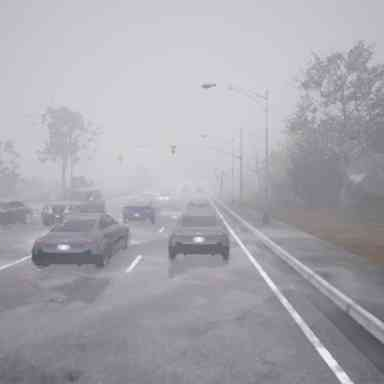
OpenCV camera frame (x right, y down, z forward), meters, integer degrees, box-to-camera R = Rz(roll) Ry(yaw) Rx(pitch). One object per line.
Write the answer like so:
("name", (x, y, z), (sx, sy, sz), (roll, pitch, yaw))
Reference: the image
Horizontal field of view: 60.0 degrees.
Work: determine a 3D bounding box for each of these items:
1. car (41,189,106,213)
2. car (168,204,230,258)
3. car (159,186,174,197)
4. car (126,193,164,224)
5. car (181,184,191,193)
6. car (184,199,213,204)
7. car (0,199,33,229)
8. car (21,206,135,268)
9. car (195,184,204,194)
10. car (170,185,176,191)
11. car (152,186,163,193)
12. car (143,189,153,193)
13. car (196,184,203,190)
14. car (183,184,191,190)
("car", (-6.777, 0.851, 19.720), (2.150, 2.045, 5.566), (0, 1, 2))
("car", (0.235, 1.340, 11.831), (1.994, 1.385, 4.181), (0, 1, 1))
("car", (-5.476, 0.203, 67.786), (2.128, 1.511, 4.902), (0, 2, 2))
("car", (-3.092, 1.081, 21.048), (1.882, 1.535, 5.008), (0, 1, 0))
("car", (-1.659, -0.440, 79.491), (1.994, 1.385, 4.181), (0, 4, 2))
("car", (0.423, 1.161, 21.453), (1.994, 1.385, 4.181), (0, 1, 2))
("car", (-10.334, 1.171, 17.704), (1.837, 1.490, 4.892), (0, 0, 2))
("car", (-3.285, 1.363, 10.588), (1.994, 1.385, 4.181), (0, 1, 1))
("car", (1.839, -0.632, 79.354), (2.097, 1.767, 4.553), (0, 4, 2))
("car", (-5.063, -0.908, 83.159), (2.097, 1.767, 4.553), (0, 4, 2))
("car", (-8.562, -0.739, 83.234), (2.128, 1.511, 4.902), (0, 4, 2))
("car", (-8.974, 0.220, 67.800), (1.812, 1.442, 4.674), (0, 2, 2))
("car", (2.105, -1.353, 89.378), (1.837, 1.490, 4.892), (0, 4, 2))
("car", (-1.394, -1.377, 89.470), (1.882, 1.535, 5.008), (0, 4, 2))
